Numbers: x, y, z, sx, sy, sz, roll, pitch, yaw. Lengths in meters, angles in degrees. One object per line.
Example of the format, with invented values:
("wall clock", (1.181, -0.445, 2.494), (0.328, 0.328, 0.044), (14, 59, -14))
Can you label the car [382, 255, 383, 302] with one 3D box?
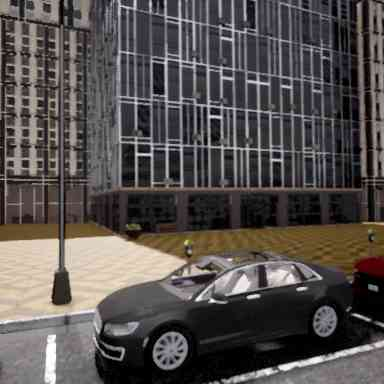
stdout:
("car", (5.779, 1.706, 7.635), (4.507, 1.381, 1.887), (0, -2, -22))

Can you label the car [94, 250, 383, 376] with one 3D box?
("car", (0.649, 1.719, 5.563), (4.403, 1.369, 2.008), (0, -2, -22))
